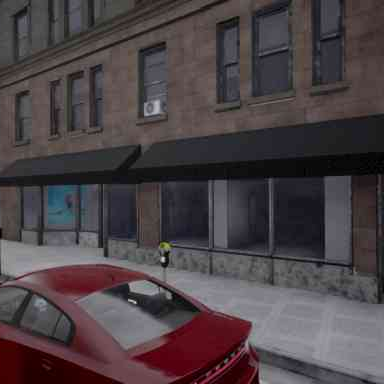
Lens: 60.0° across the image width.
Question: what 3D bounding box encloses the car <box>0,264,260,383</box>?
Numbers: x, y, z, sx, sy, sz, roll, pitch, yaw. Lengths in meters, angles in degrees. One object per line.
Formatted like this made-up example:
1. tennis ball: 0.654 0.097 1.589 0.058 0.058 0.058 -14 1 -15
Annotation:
1. car: -1.468 1.545 3.893 4.507 1.381 1.887 0 0 35
